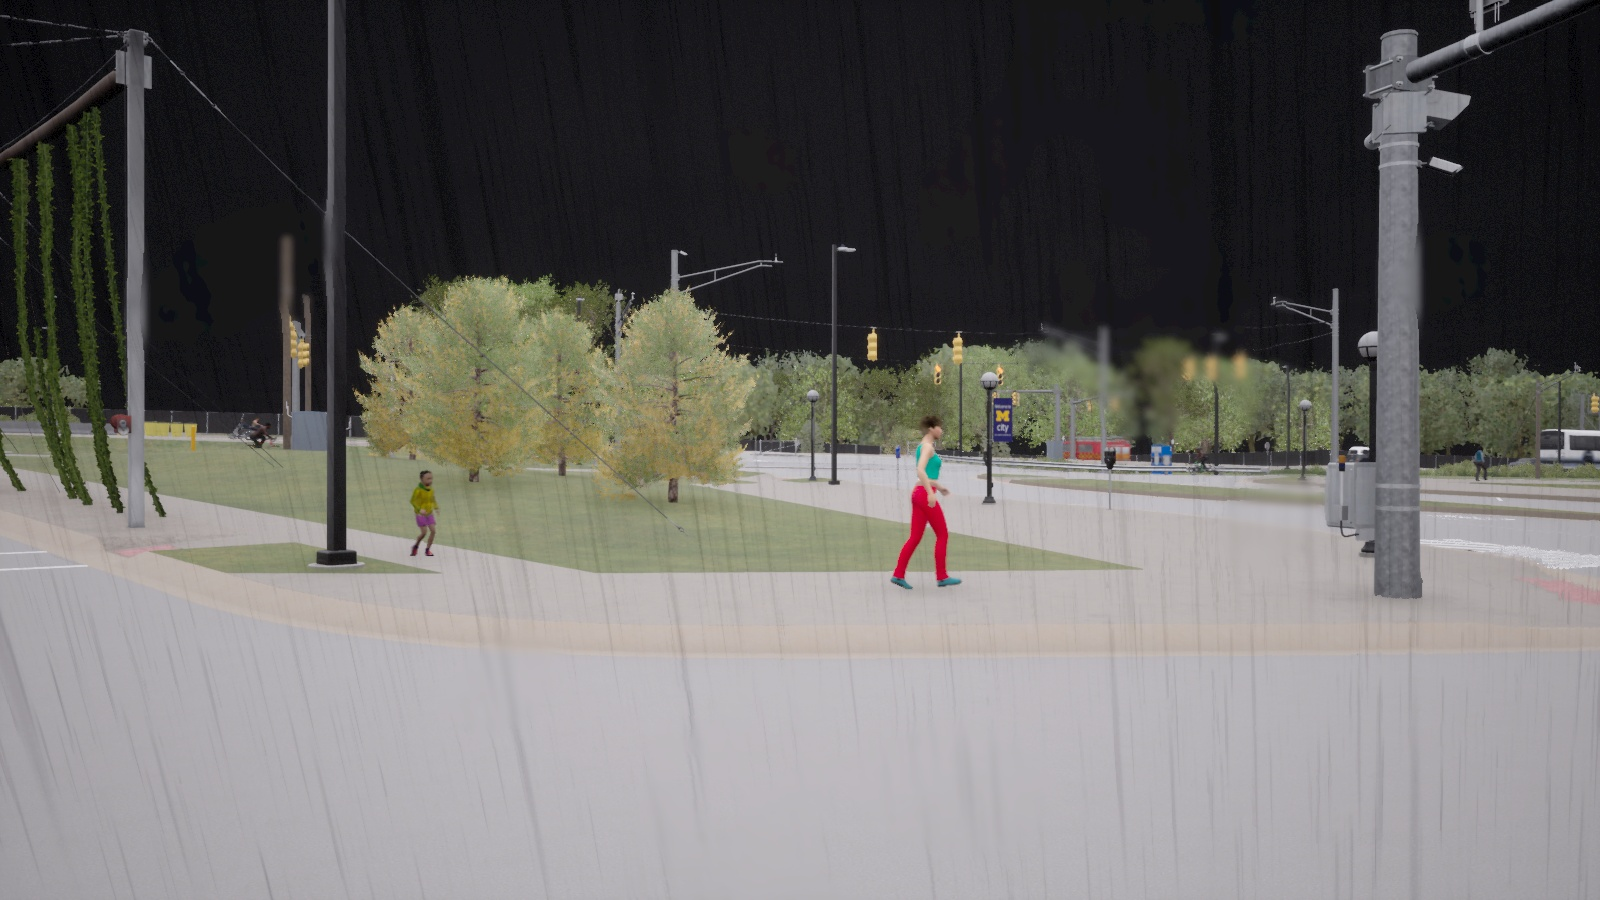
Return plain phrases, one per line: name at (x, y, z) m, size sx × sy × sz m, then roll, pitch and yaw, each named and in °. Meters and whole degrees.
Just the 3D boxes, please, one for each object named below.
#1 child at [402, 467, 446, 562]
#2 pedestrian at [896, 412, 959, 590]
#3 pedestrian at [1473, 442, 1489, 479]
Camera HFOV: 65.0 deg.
child at (-4.710, 0.794, 15.719) m, size 0.473 × 1.160 × 0.299 m, roll 0°, pitch 0°, yaw 37°
pedestrian at (1.335, 0.521, 13.165) m, size 0.594 × 1.836 × 0.345 m, roll 0°, pitch 0°, yaw -6°
pedestrian at (35.466, 0.555, 65.395) m, size 0.692 × 1.930 × 0.396 m, roll 0°, pitch 0°, yaw -18°
